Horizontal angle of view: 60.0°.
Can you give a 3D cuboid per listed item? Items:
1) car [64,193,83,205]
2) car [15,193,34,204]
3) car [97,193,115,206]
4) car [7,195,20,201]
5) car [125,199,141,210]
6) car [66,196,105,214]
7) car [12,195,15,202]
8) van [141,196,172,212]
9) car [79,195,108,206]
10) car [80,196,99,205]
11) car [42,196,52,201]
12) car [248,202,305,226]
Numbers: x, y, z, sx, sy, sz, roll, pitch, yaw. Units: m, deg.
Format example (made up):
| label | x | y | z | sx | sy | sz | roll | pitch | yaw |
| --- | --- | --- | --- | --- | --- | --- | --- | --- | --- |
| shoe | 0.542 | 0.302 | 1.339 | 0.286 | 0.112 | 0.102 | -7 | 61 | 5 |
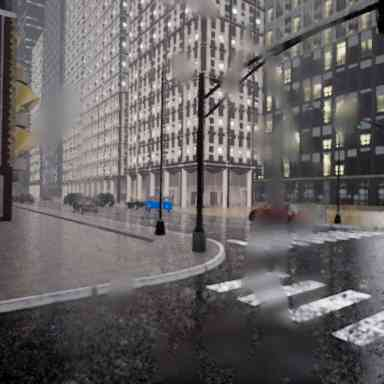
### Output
| label | x | y | z | sx | sy | sz | roll | pitch | yaw |
| --- | --- | --- | --- | --- | --- | --- | --- | --- | --- |
| car | -19.793 | 1.166 | 55.778 | 2.150 | 2.045 | 5.566 | 1 | -1 | -35 |
| car | -30.272 | 1.145 | 60.704 | 2.192 | 1.841 | 5.009 | 1 | -1 | -35 |
| car | -14.238 | 1.235 | 53.321 | 2.150 | 2.045 | 5.566 | 1 | -1 | -35 |
| car | -40.087 | 1.368 | 74.518 | 2.008 | 1.369 | 4.403 | 1 | -1 | -35 |
| car | -7.090 | 1.565 | 42.528 | 2.008 | 1.369 | 4.403 | 1 | -1 | -35 |
| car | -10.651 | 1.416 | 33.071 | 2.008 | 1.369 | 4.403 | 1 | -1 | -35 |
| car | -36.817 | 1.386 | 69.913 | 1.947 | 1.339 | 4.313 | 1 | -1 | -35 |
| van | -3.816 | 1.362 | 37.924 | 1.690 | 1.788 | 3.998 | 1 | -1 | -35 |
| car | -14.330 | 1.519 | 48.174 | 1.994 | 1.385 | 4.181 | 1 | -1 | -37 |
| car | -18.247 | 1.506 | 59.024 | 1.837 | 1.490 | 4.892 | 1 | -1 | -35 |
| car | -36.528 | 1.551 | 83.974 | 1.802 | 1.307 | 4.206 | 1 | -1 | -35 |
| car | 5.995 | 1.485 | 24.108 | 1.967 | 1.590 | 4.097 | 1 | -1 | -35 |
